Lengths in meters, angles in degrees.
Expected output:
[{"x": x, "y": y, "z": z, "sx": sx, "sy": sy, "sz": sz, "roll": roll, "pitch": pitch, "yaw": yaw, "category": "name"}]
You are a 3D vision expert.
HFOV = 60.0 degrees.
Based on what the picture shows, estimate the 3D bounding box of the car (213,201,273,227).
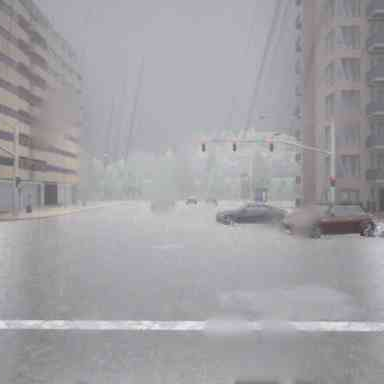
[{"x": 3.932, "y": 1.521, "z": 22.100, "sx": 4.674, "sy": 1.442, "sz": 1.812, "roll": 0, "pitch": 0, "yaw": 1, "category": "car"}]

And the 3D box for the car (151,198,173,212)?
[{"x": -3.580, "y": 1.517, "z": 39.012, "sx": 1.812, "sy": 1.442, "sz": 4.674, "roll": 0, "pitch": 0, "yaw": 0, "category": "car"}]

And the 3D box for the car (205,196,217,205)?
[{"x": 3.482, "y": 1.492, "z": 60.320, "sx": 1.837, "sy": 1.490, "sz": 4.892, "roll": 0, "pitch": 0, "yaw": 0, "category": "car"}]

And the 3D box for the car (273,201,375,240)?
[{"x": 6.789, "y": 1.347, "z": 16.814, "sx": 4.553, "sy": 1.767, "sz": 2.097, "roll": 0, "pitch": 0, "yaw": -17, "category": "car"}]

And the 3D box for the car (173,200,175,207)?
[{"x": -3.579, "y": 1.553, "z": 49.094, "sx": 1.994, "sy": 1.385, "sz": 4.181, "roll": 0, "pitch": 0, "yaw": 0, "category": "car"}]

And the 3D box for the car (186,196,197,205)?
[{"x": -0.018, "y": 1.513, "z": 60.319, "sx": 1.812, "sy": 1.442, "sz": 4.674, "roll": 0, "pitch": 0, "yaw": 0, "category": "car"}]
